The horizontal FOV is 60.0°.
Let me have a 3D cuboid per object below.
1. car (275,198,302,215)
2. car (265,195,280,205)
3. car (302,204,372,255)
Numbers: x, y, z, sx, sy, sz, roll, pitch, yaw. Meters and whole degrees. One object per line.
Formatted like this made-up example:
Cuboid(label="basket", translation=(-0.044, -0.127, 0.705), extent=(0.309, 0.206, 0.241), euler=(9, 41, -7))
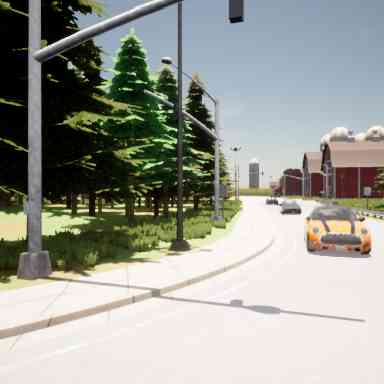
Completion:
Cuboid(label="car", translation=(9.928, 1.547, 33.772), extent=(2.033, 1.411, 5.357), euler=(0, 0, 10))
Cuboid(label="car", translation=(13.746, 1.601, 57.406), extent=(1.895, 1.301, 4.718), euler=(0, 0, 8))
Cuboid(label="car", translation=(5.732, 1.351, 13.467), extent=(2.097, 1.767, 4.553), euler=(0, 0, 17))
